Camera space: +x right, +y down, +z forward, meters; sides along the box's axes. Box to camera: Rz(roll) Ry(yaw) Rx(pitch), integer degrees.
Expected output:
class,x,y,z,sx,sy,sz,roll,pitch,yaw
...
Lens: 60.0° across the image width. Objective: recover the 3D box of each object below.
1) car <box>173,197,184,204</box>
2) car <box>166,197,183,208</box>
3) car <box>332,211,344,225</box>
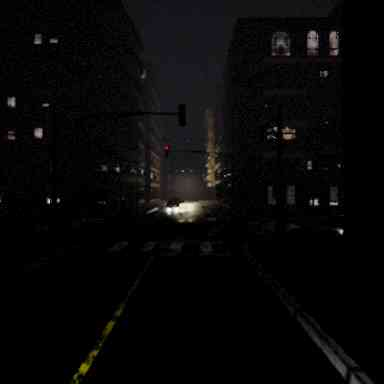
class,x,y,z,sx,sy,sz,roll,pitch,yaw
car,-2.764,1.643,66.868,1.994,1.385,4.181,0,0,0
car,-2.824,1.542,50.677,2.128,1.511,4.902,0,0,0
car,12.414,1.634,23.243,5.008,1.535,1.882,0,0,3
